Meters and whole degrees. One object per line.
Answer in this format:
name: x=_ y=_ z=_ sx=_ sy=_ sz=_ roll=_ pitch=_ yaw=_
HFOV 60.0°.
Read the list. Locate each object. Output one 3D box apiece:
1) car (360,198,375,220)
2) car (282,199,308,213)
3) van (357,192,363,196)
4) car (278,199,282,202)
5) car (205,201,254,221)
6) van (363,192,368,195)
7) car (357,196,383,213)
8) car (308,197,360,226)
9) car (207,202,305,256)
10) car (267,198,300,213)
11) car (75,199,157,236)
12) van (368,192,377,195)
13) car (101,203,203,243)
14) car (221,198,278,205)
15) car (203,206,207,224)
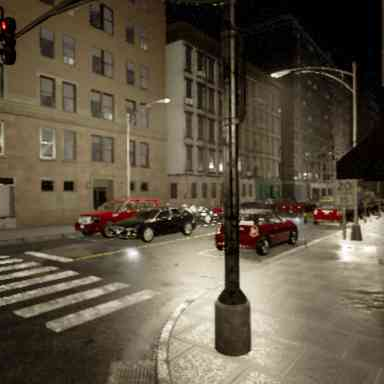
car: x=12.956 y=1.410 z=26.644 sx=1.947 sy=1.339 sz=4.313 roll=-1 pitch=0 yaw=37
car: x=10.502 y=1.468 z=32.479 sx=1.895 sy=1.301 sz=4.718 roll=-1 pitch=0 yaw=37
van: x=30.598 y=1.012 z=63.183 sx=1.690 sy=1.788 sz=3.998 roll=-1 pitch=0 yaw=37
car: x=6.561 y=1.344 z=31.493 sx=1.967 sy=1.590 sz=4.097 roll=-1 pitch=0 yaw=37
car: x=3.128 y=1.481 z=26.966 sx=1.887 sy=1.381 sz=4.507 roll=-1 pitch=0 yaw=37
van: x=34.032 y=0.978 z=67.711 sx=1.690 sy=1.788 sz=3.998 roll=0 pitch=0 yaw=37
car: x=16.390 y=1.356 z=31.171 sx=1.887 sy=1.381 sz=4.507 roll=-1 pitch=0 yaw=37
car: x=9.521 y=1.317 z=22.117 sx=1.967 sy=1.590 sz=4.097 roll=-1 pitch=0 yaw=37
car: x=2.653 y=1.383 z=13.062 sx=1.967 sy=1.590 sz=4.097 roll=-1 pitch=0 yaw=37
car: x=9.996 y=1.416 z=36.021 sx=1.887 sy=1.381 sz=4.507 roll=-1 pitch=0 yaw=37
car: x=-3.742 y=1.317 z=17.912 sx=2.192 sy=1.841 sz=5.009 roll=-1 pitch=0 yaw=37
van: x=40.900 y=0.909 z=76.765 sx=1.690 sy=1.788 sz=3.998 roll=0 pitch=0 yaw=37
car: x=-1.742 y=1.488 z=16.349 sx=1.837 sy=1.490 sz=4.892 roll=-1 pitch=0 yaw=37
car: x=4.326 y=1.451 z=24.341 sx=1.812 sy=1.442 sz=4.674 roll=-1 pitch=0 yaw=37
car: x=-0.306 y=1.520 z=22.439 sx=2.008 sy=1.369 sz=4.403 roll=-1 pitch=0 yaw=37
